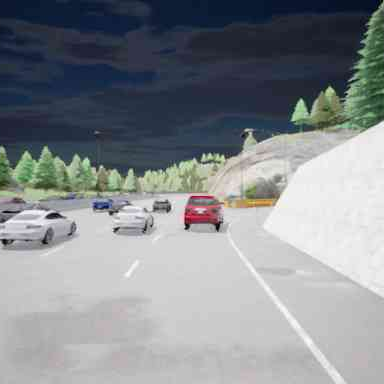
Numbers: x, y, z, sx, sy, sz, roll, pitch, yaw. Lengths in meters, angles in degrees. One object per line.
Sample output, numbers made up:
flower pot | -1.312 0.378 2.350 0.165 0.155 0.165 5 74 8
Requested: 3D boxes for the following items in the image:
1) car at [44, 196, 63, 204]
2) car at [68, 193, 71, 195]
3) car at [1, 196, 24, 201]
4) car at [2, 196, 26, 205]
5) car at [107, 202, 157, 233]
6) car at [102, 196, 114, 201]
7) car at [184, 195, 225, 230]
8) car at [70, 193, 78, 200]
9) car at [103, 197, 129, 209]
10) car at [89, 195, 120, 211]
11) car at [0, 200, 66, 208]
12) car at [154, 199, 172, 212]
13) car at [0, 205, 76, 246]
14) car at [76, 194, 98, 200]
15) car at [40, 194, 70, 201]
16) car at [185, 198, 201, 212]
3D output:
car | -28.007 1.504 67.259 1.837 1.490 4.892 0 0 0
car | -31.509 1.231 87.458 2.150 2.045 5.566 0 0 0
car | -28.062 1.529 51.433 1.812 1.442 4.674 0 0 1
car | -31.506 1.529 58.998 1.812 1.442 4.674 0 0 0
car | -3.402 1.527 19.760 1.812 1.442 4.674 0 0 0
car | -21.008 1.601 83.091 1.895 1.301 4.718 0 0 0
car | 0.859 1.223 21.449 2.150 2.045 5.566 0 0 8
car | -28.008 1.506 83.074 1.837 1.490 4.892 0 0 0
car | -6.904 1.550 33.003 2.033 1.411 5.357 0 0 0
car | -10.404 1.480 39.972 1.882 1.535 5.008 0 0 0
car | -10.402 1.493 21.733 2.128 1.511 4.902 0 0 0
car | -3.403 1.495 38.358 2.128 1.511 4.902 0 0 0
car | -6.901 1.527 15.261 1.812 1.442 4.674 0 0 0
car | -21.007 1.530 67.307 2.128 1.511 4.902 0 0 0
car | -21.073 1.508 51.494 1.837 1.490 4.892 0 0 0
car | 0.096 1.529 39.485 1.812 1.442 4.674 0 0 0
